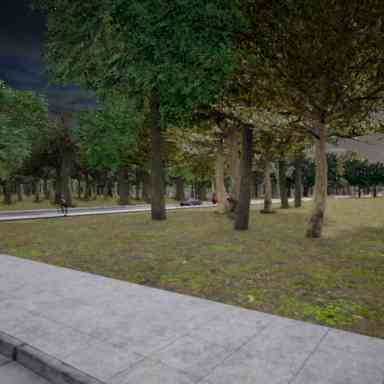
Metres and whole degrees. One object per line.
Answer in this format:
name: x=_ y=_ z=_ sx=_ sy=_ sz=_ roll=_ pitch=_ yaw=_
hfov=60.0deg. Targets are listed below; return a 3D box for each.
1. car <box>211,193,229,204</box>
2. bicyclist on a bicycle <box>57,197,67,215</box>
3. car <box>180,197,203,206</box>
car: x=5.647 y=1.190 z=59.926 sx=2.150 sy=2.045 sz=5.566 roll=0 pitch=0 yaw=36
bicyclist on a bicycle: x=-11.864 y=1.291 z=30.360 sx=1.656 sy=1.620 sz=0.582 roll=0 pitch=0 yaw=36
car: x=-0.038 y=1.534 z=51.913 sx=1.994 sy=1.385 sz=4.181 roll=0 pitch=0 yaw=36
